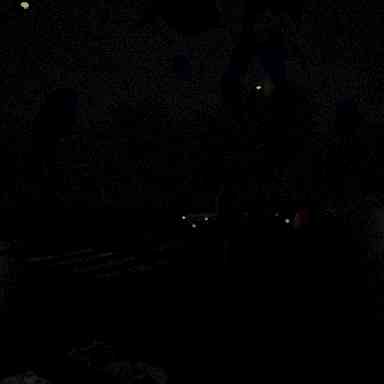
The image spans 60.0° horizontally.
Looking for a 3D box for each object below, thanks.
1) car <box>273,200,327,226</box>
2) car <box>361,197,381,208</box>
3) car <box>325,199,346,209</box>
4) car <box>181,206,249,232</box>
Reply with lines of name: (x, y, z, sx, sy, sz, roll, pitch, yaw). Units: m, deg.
car: (7.058, 1.435, 21.785, 1.895, 1.301, 4.718, 0, 0, 36)
car: (24.277, 1.357, 45.110, 1.812, 1.442, 4.674, 0, 0, 36)
car: (17.248, 1.366, 40.481, 1.994, 1.385, 4.181, 0, 0, 37)
car: (1.417, 1.449, 19.111, 1.895, 1.301, 4.718, 0, 0, 36)
